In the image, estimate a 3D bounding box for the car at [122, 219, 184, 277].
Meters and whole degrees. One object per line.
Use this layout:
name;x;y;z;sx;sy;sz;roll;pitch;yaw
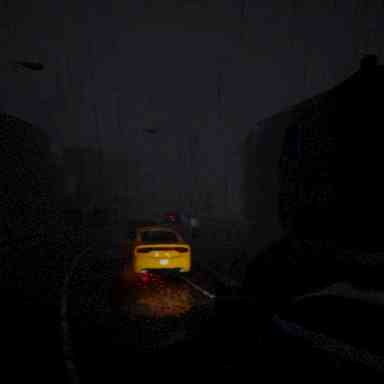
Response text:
car;-1.469;1.994;12.142;1.882;1.535;5.008;2;-3;-15

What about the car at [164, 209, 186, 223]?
car;-2.441;3.425;43.716;2.128;1.511;4.902;2;-3;6

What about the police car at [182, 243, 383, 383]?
police car;1.996;1.632;3.605;1.930;1.638;5.238;2;-3;-29

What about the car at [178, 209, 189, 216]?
car;-2.087;5.140;84.642;2.097;1.767;4.553;2;-3;6

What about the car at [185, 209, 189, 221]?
car;-1.625;3.897;52.846;1.812;1.442;4.674;2;-3;6

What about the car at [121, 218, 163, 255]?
car;-2.587;2.246;17.629;1.837;1.490;4.892;2;-3;-7
